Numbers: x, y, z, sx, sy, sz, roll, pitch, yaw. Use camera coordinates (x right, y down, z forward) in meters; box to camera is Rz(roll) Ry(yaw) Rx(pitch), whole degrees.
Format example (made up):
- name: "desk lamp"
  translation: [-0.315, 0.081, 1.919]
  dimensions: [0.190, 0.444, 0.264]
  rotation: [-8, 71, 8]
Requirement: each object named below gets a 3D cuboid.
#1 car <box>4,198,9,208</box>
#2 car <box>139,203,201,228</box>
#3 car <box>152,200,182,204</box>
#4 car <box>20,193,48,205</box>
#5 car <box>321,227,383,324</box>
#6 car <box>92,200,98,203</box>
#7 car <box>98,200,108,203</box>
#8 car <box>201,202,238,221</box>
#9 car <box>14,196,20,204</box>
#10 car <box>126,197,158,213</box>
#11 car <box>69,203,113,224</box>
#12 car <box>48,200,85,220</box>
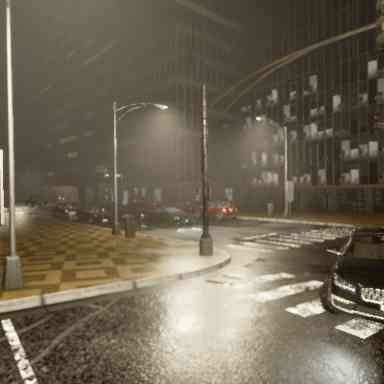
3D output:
- name: "car"
  translation: [-30.314, 2.036, 53.125]
  dimensions: [1.802, 1.307, 4.206]
  rotation: [-1, 1, -41]
- name: "car"
  translation: [-1.655, 1.763, 23.953]
  dimensions: [1.994, 1.385, 4.181]
  rotation: [-1, 1, -41]
- name: "car"
  translation: [-1.787, 1.728, 32.960]
  dimensions: [1.802, 1.307, 4.206]
  rotation: [-1, 1, -41]
- name: "car"
  translation: [-22.628, 1.207, 48.340]
  dimensions: [2.150, 2.045, 5.566]
  rotation: [-1, 0, -41]
- name: "car"
  translation: [4.136, 1.580, 7.108]
  dimensions: [1.837, 1.490, 4.892]
  rotation: [4, 0, 29]
- name: "car"
  translation: [-12.549, 1.765, 36.562]
  dimensions: [1.882, 1.535, 5.008]
  rotation: [-1, 0, -41]
- name: "car"
  translation: [-12.876, 1.800, 45.779]
  dimensions: [1.947, 1.339, 4.313]
  rotation: [-1, 1, -41]
- name: "car"
  translation: [1.908, 1.556, 28.687]
  dimensions: [1.967, 1.590, 4.097]
  rotation: [-1, 1, -41]
- name: "car"
  translation: [-38.750, 2.003, 75.689]
  dimensions: [1.947, 1.339, 4.313]
  rotation: [-1, 1, -41]
- name: "car"
  translation: [-5.489, 1.491, 37.228]
  dimensions: [2.192, 1.841, 5.009]
  rotation: [-1, 1, -41]
- name: "car"
  translation: [-8.174, 1.844, 27.521]
  dimensions: [1.947, 1.339, 4.313]
  rotation: [-1, 1, -41]
- name: "car"
  translation: [-11.867, 1.748, 31.787]
  dimensions: [1.967, 1.590, 4.097]
  rotation: [-1, 1, -41]
